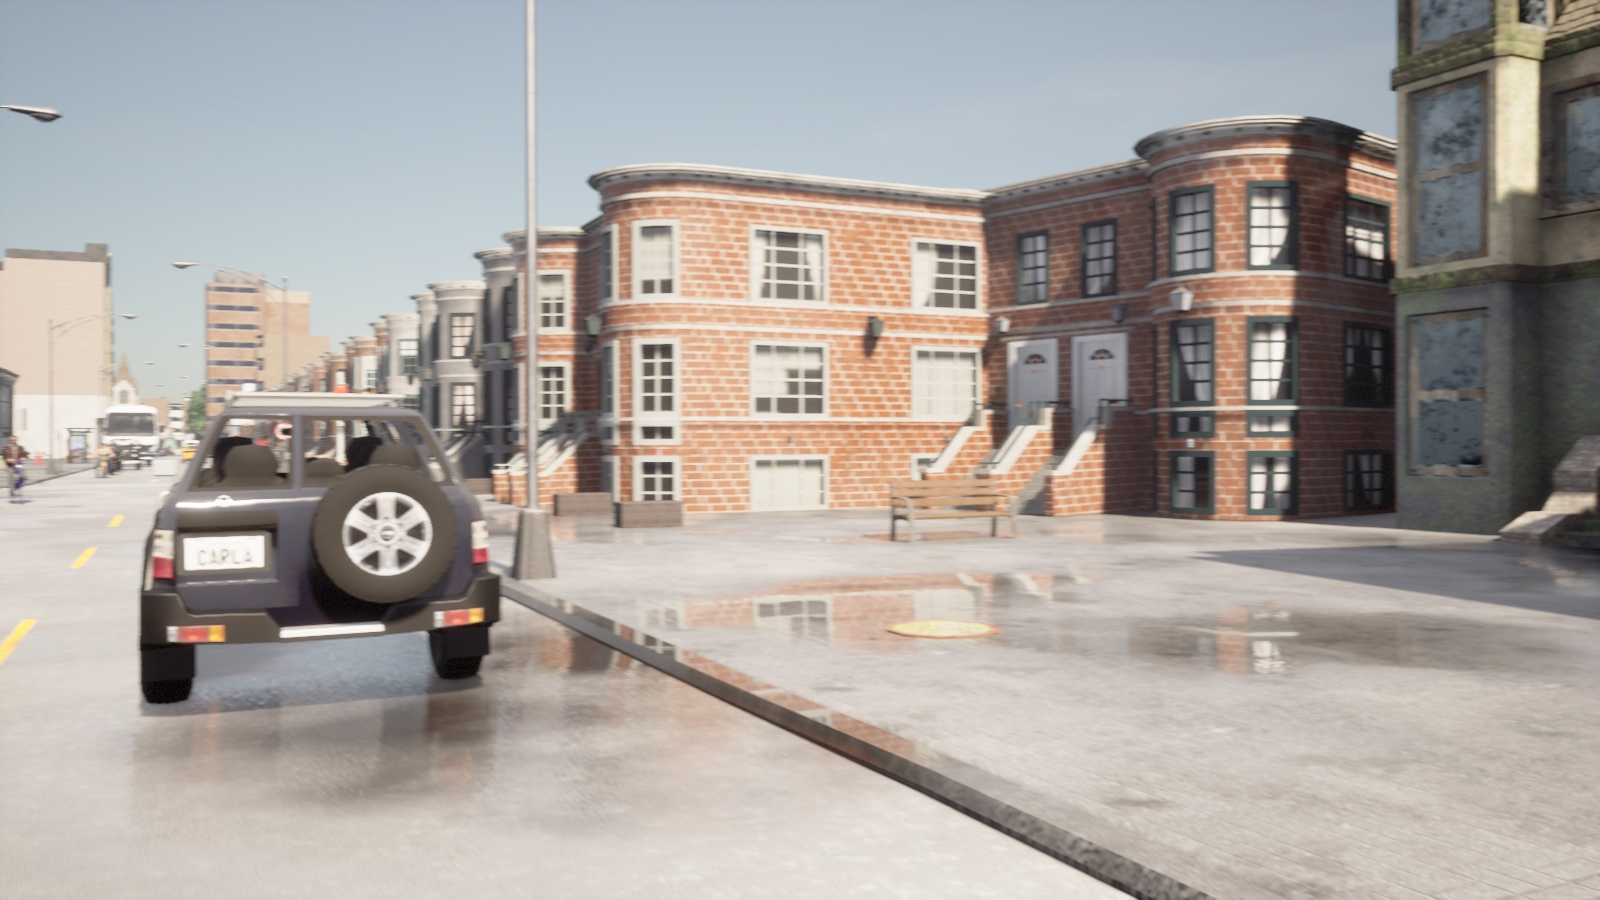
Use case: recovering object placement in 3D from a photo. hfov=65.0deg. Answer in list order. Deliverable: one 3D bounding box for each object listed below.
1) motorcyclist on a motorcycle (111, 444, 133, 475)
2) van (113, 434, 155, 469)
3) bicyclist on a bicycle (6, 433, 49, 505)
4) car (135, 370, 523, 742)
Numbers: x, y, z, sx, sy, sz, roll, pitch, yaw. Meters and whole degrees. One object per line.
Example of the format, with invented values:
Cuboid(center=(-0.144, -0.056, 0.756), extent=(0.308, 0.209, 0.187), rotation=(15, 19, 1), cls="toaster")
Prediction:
Cuboid(center=(-33.984, 0.470, 62.967), extent=(0.866, 1.530, 2.191), rotation=(0, 0, -26), cls="motorcyclist on a motorcycle")
Cuboid(center=(-40.216, 0.093, 75.937), extent=(2.069, 2.038, 4.480), rotation=(0, 0, -26), cls="van")
Cuboid(center=(-19.720, 0.463, 32.049), extent=(0.659, 1.776, 1.843), rotation=(-1, 0, -40), cls="bicyclist on a bicycle")
Cuboid(center=(-3.444, 0.516, 8.757), extent=(1.932, 1.855, 4.605), rotation=(0, 0, -26), cls="car")
